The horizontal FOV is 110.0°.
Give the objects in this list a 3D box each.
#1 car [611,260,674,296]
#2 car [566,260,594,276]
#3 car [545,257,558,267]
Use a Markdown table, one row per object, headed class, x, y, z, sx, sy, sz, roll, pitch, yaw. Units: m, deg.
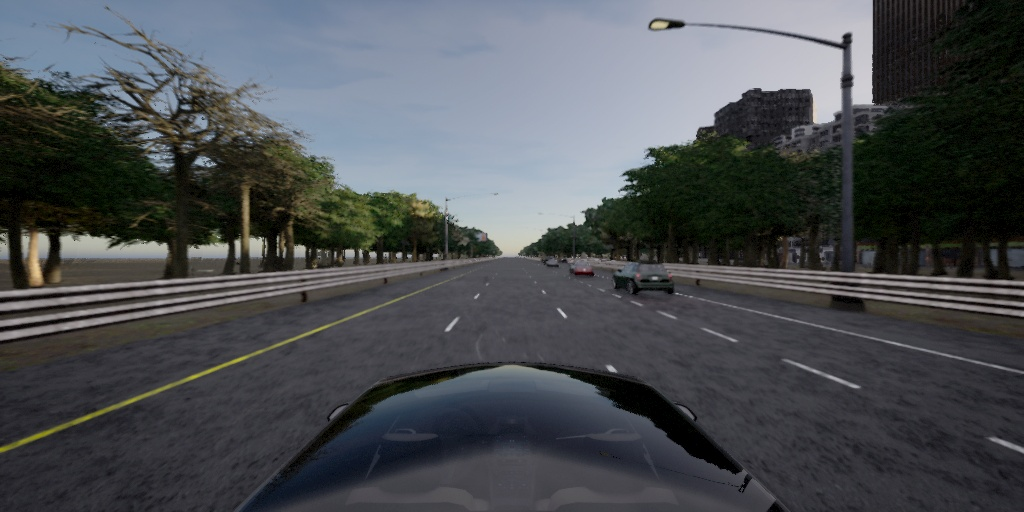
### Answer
| class | x | y | z | sx | sy | sz | roll | pitch | yaw |
| --- | --- | --- | --- | --- | --- | --- | --- | --- | --- |
| car | 7.015 | 1.108 | 19.718 | 2.097 | 1.767 | 4.553 | 0 | 0 | 0 |
| car | 7.027 | 1.322 | 36.773 | 1.994 | 1.385 | 4.181 | 0 | 0 | 0 |
| car | 7.049 | 1.322 | 63.771 | 1.994 | 1.385 | 4.181 | 0 | 0 | 0 |
